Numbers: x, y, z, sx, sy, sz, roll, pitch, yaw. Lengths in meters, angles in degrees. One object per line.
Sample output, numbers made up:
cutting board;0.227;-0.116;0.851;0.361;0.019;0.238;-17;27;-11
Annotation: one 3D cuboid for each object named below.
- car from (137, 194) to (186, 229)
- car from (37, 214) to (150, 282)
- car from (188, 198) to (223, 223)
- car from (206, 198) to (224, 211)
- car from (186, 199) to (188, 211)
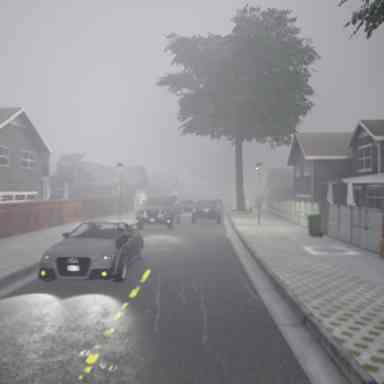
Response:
car;-1.994;1.184;21.594;2.150;2.045;5.566;0;1;6
car;-2.628;1.546;9.570;1.994;1.385;4.181;0;0;2
car;1.138;1.326;25.129;2.097;1.767;4.553;0;0;5
car;3.004;1.527;42.799;2.033;1.411;5.357;0;0;8
car;-0.640;1.517;36.767;2.033;1.411;5.357;0;0;7
